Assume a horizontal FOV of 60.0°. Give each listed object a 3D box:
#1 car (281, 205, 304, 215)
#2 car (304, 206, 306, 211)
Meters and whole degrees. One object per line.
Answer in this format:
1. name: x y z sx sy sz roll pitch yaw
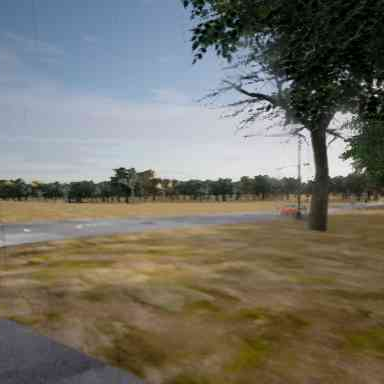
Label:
1. car: 16.108 2.848 54.126 2.097 1.767 4.553 0 -2 34
2. car: 24.960 3.608 77.307 2.033 1.411 5.357 0 -1 37
